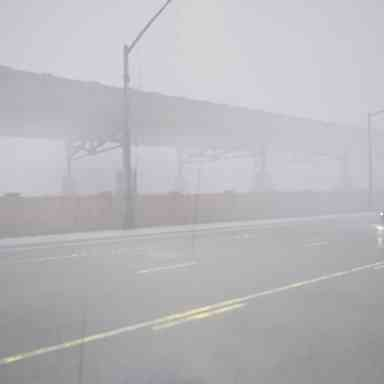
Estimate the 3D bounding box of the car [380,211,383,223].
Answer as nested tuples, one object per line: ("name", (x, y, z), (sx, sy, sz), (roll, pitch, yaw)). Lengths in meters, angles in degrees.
("car", (15.089, 1.455, 23.321), (4.892, 1.490, 1.837), (1, 0, -35))
